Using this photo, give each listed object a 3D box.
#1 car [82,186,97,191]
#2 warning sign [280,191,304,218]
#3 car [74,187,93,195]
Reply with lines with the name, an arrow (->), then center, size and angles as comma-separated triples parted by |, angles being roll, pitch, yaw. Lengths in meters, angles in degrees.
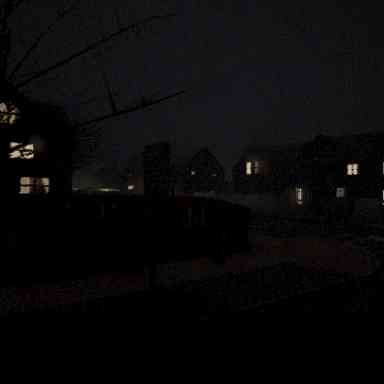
car -> -17.171, 0.107, 54.069 | 2.150, 2.045, 5.566 | 1, 1, -35
warning sign -> 7.239, 0.889, 24.127 | 1.300, 1.860, 1.060 | 0, 0, -36
car -> -16.495, 0.486, 48.375 | 1.837, 1.490, 4.892 | 1, 1, -35
